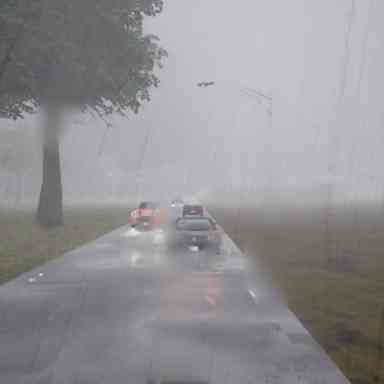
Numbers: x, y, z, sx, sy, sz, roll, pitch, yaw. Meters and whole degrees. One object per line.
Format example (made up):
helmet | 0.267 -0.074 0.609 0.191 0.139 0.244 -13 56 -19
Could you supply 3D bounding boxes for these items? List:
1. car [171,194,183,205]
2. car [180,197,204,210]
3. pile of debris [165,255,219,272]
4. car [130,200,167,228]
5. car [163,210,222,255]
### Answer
car | -2.775 1.456 65.295 2.150 2.045 5.566 0 0 0
car | 0.092 1.553 31.742 1.882 1.535 5.008 0 0 0
pile of debris | -0.002 2.192 10.312 1.500 0.140 1.860 0 0 0
car | -2.854 1.399 22.782 2.097 1.767 4.553 0 0 0
car | 0.081 1.624 13.454 1.895 1.301 4.718 0 0 0
